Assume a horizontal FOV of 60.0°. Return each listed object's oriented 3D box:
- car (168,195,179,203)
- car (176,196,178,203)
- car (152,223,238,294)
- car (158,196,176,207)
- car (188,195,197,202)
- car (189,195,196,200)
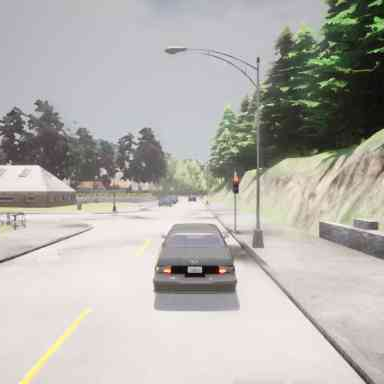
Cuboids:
[{"bbox_3d":[-3.900,1.525,71.148,2.128,1.511,4.902,0,0,0],"label":"car"},{"bbox_3d":[-3.980,1.478,61.056,1.882,1.535,5.008,0,0,1],"label":"car"},{"bbox_3d":[0.071,1.547,8.931,2.033,1.411,5.357,0,0,0],"label":"car"},{"bbox_3d":[-4.024,1.564,51.053,1.994,1.385,4.181,0,0,0],"label":"car"},{"bbox_3d":[0.106,1.516,75.684,2.128,1.511,4.902,0,0,0],"label":"car"},{"bbox_3d":[0.120,1.408,86.044,1.812,1.442,4.674,0,0,0],"label":"car"}]
